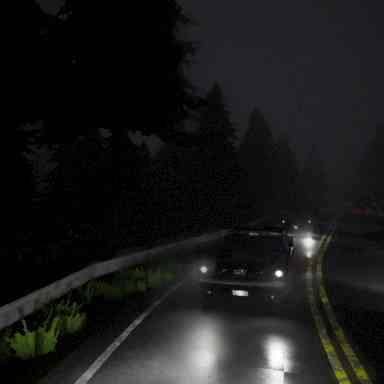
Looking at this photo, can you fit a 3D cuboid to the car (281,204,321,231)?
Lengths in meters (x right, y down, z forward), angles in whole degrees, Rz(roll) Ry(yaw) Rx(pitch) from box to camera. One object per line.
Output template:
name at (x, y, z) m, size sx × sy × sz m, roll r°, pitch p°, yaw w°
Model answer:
car at (6.666, 1.461, 20.054) m, size 2.033 × 1.411 × 5.357 m, roll -2°, pitch 0°, yaw 26°

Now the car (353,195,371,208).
car at (20.621, 1.060, 40.237) m, size 2.128 × 1.511 × 4.902 m, roll -2°, pitch 0°, yaw 28°

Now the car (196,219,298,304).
car at (1.586, 1.599, 8.413) m, size 1.895 × 1.301 × 4.718 m, roll -1°, pitch 0°, yaw 18°
